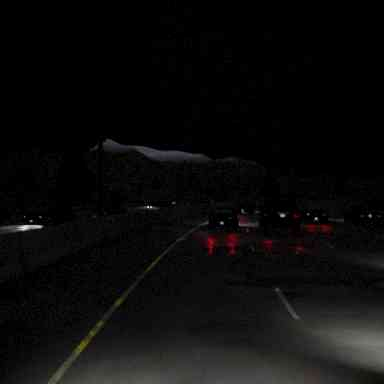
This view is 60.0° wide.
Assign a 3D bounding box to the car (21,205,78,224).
[{"bbox_3d":[-11.428,1.795,27.217,2.033,1.411,5.357,0,-1,10],"label":"car"}]

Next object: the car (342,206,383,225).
[{"bbox_3d":[13.689,1.850,26.981,2.033,1.411,5.357,0,-1,13],"label":"car"}]

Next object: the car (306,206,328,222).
[{"bbox_3d":[10.661,1.920,29.360,1.895,1.301,4.718,0,-1,13],"label":"car"}]

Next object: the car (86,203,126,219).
[{"bbox_3d":[-7.431,1.768,29.205,2.128,1.511,4.902,0,-1,12],"label":"car"}]

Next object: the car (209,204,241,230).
[{"bbox_3d":[2.214,1.760,22.787,1.812,1.442,4.674,0,-1,9],"label":"car"}]

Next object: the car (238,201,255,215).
[{"bbox_3d":[6.523,1.927,40.681,1.837,1.490,4.892,0,-1,17],"label":"car"}]

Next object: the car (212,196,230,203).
[{"bbox_3d":[5.868,1.915,67.560,2.150,2.045,5.566,0,-1,27],"label":"car"}]

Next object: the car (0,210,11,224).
[{"bbox_3d":[-15.543,1.752,23.911,2.033,1.411,5.357,0,-1,9],"label":"car"}]

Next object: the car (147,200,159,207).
[{"bbox_3d":[-7.040,2.195,64.766,1.994,1.385,4.181,0,-1,23],"label":"car"}]

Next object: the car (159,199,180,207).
[{"bbox_3d":[-3.846,2.130,63.360,1.837,1.490,4.892,0,-1,24],"label":"car"}]

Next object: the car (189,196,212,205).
[{"bbox_3d":[1.446,1.888,66.444,2.150,2.045,5.566,0,0,25],"label":"car"}]

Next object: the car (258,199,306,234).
[{"bbox_3d":[5.473,1.447,21.161,2.150,2.045,5.566,0,-1,9],"label":"car"}]
